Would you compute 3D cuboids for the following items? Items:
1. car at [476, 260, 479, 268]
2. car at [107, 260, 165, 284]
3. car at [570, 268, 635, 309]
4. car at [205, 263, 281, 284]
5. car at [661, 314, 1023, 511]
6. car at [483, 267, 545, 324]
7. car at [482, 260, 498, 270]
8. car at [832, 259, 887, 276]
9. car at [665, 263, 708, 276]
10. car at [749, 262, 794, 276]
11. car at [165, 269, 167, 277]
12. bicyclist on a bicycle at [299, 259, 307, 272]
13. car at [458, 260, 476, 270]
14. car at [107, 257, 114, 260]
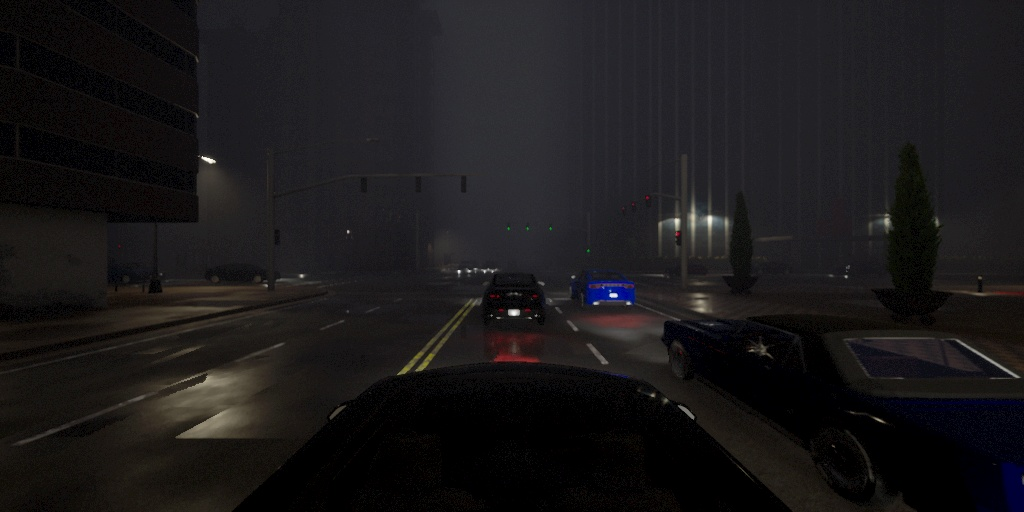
[{"bbox_3d":[-7.052,1.419,64.465,1.837,1.490,4.892,0,0,0],"label":"car"},{"bbox_3d":[-30.063,1.294,27.350,5.008,1.535,1.882,0,0,0],"label":"car"},{"bbox_3d":[3.663,1.263,15.235,1.882,1.535,5.008,0,0,1],"label":"car"},{"bbox_3d":[-20.496,1.295,27.433,5.008,1.535,1.882,0,0,-2],"label":"car"},{"bbox_3d":[3.600,1.358,4.315,1.895,1.301,4.718,0,0,0],"label":"car"},{"bbox_3d":[0.064,1.282,12.097,1.837,1.490,4.892,0,0,0],"label":"car"},{"bbox_3d":[-3.582,1.458,57.078,1.994,1.385,4.181,0,0,0],"label":"car"},{"bbox_3d":[37.397,1.199,38.692,4.553,1.767,2.097,0,0,0],"label":"car"},{"bbox_3d":[18.712,1.410,38.517,4.181,1.385,1.994,0,0,-1],"label":"car"},{"bbox_3d":[27.563,1.351,38.605,4.892,1.490,1.837,0,0,-1],"label":"car"},{"bbox_3d":[-32.636,1.317,30.819,4.902,1.511,2.128,0,0,0],"label":"car"},{"bbox_3d":[-26.413,1.165,45.353,0.582,1.620,1.656,0,0,-1],"label":"bicyclist on a bicycle"},{"bbox_3d":[-7.083,1.415,55.208,1.812,1.442,4.674,0,0,0],"label":"car"},{"bbox_3d":[-45.126,1.068,37.937,5.566,2.045,2.150,0,0,2],"label":"car"}]
